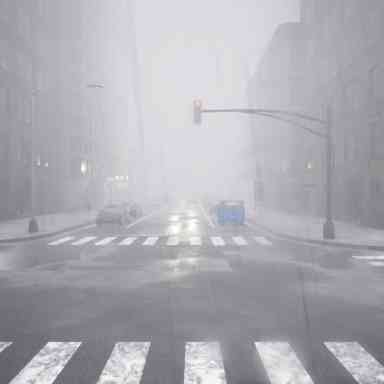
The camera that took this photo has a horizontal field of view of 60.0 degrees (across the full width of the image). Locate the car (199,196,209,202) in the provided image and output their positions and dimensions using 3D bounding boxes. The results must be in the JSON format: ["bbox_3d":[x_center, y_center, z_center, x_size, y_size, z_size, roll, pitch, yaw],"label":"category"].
[{"bbox_3d":[2.625,1.521,74.328,2.008,1.369,4.403,0,0,0],"label":"car"}]

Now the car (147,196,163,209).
[{"bbox_3d":[-5.396,1.517,45.744,1.752,1.417,4.829,0,0,0],"label":"car"}]

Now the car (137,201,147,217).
[{"bbox_3d":[-5.393,1.542,28.868,1.887,1.381,4.507,0,0,0],"label":"car"}]

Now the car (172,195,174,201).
[{"bbox_3d":[-5.400,1.289,68.641,2.192,1.841,5.009,0,0,0],"label":"car"}]

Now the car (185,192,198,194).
[{"bbox_3d":[0.083,1.328,67.106,2.097,1.767,4.553,0,0,-2],"label":"car"}]

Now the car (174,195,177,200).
[{"bbox_3d":[-5.401,1.406,80.005,1.967,1.590,4.097,0,0,0],"label":"car"}]

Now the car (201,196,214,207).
[{"bbox_3d":[2.629,1.574,45.922,1.802,1.307,4.206,0,0,0],"label":"car"}]

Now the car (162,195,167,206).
[{"bbox_3d":[-5.397,1.553,51.596,1.947,1.339,4.313,0,0,0],"label":"car"}]

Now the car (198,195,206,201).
[{"bbox_3d":[2.623,1.527,85.691,1.947,1.339,4.313,0,0,0],"label":"car"}]

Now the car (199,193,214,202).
[{"bbox_3d":[2.629,1.303,51.603,2.192,1.841,5.009,0,0,0],"label":"car"}]

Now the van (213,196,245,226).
[{"bbox_3d":[2.633,1.339,23.197,1.690,1.788,3.998,0,0,0],"label":"van"}]

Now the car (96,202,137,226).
[{"bbox_3d":[-5.392,1.548,23.187,2.008,1.369,4.403,0,0,0],"label":"car"}]

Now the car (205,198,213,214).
[{"bbox_3d":[2.631,1.578,34.559,1.802,1.307,4.206,0,0,0],"label":"car"}]

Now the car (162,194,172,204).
[{"bbox_3d":[-5.399,1.545,62.960,1.947,1.339,4.313,0,0,0],"label":"car"}]

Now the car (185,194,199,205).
[{"bbox_3d":[0.093,1.509,57.276,1.812,1.442,4.674,0,0,0],"label":"car"}]
